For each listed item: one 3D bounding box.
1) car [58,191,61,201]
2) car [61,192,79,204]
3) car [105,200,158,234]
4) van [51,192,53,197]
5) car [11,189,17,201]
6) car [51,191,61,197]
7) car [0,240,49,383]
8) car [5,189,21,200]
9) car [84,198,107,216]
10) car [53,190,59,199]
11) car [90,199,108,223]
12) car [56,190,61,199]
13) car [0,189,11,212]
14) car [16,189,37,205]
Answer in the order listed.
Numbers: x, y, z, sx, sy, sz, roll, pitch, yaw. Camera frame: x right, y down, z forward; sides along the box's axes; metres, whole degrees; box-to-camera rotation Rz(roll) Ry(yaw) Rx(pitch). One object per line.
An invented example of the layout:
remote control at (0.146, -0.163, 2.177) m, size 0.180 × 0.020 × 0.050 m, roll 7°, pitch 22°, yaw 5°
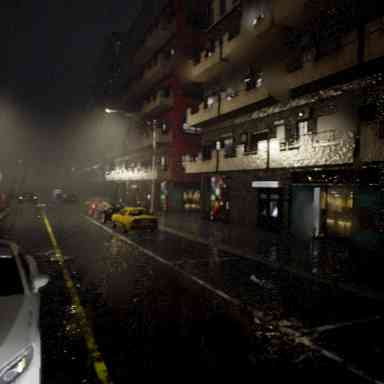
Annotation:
car at (-20.034, 0.961, 53.806) m, size 2.008 × 1.369 × 4.403 m, roll 1°, pitch 0°, yaw -25°
car at (-17.633, 1.045, 48.744) m, size 1.947 × 1.339 × 4.313 m, roll 1°, pitch 0°, yaw -25°
car at (-3.306, 1.417, 18.529) m, size 1.752 × 1.417 × 4.829 m, roll 1°, pitch 0°, yaw -25°
van at (-32.030, 0.408, 79.112) m, size 1.690 × 1.788 × 3.998 m, roll 1°, pitch 0°, yaw -25°
car at (-30.014, 0.692, 55.301) m, size 2.008 × 1.369 × 4.403 m, roll 1°, pitch 0°, yaw -25°
car at (-34.433, 0.550, 84.174) m, size 2.008 × 1.369 × 4.403 m, roll 1°, pitch 0°, yaw -25°
car at (-2.992, 1.440, 4.383) m, size 1.812 × 1.442 × 4.674 m, roll 2°, pitch 0°, yaw -25°
car at (-32.411, 0.388, 60.362) m, size 2.192 × 1.841 × 5.009 m, roll 1°, pitch 0°, yaw -25°
car at (-8.032, 1.195, 28.498) m, size 1.967 × 1.590 × 4.097 m, roll 1°, pitch 0°, yaw -25°
car at (-27.232, 0.644, 68.990) m, size 1.967 × 1.590 × 4.097 m, roll 1°, pitch 0°, yaw -25°
car at (-5.633, 1.390, 23.437) m, size 1.947 × 1.339 × 4.313 m, roll 1°, pitch 0°, yaw -25°
car at (-22.506, 0.865, 59.021) m, size 1.752 × 1.417 × 4.829 m, roll 1°, pitch 0°, yaw -25°
car at (-18.011, 0.801, 29.993) m, size 2.192 × 1.841 × 5.009 m, roll 1°, pitch 0°, yaw -25°
car at (-21.837, 0.722, 44.368) m, size 2.097 × 1.767 × 4.553 m, roll 2°, pitch 0°, yaw -25°
